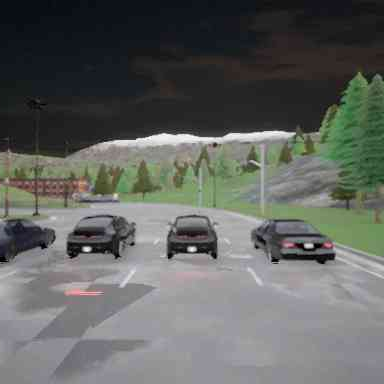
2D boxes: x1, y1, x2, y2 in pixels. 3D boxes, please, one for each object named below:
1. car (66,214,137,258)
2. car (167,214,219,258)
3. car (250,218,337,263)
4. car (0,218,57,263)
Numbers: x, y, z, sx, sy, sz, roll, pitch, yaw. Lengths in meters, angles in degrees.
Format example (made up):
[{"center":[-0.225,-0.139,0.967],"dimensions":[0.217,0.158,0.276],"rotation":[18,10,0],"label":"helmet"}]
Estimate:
[{"center":[-3.480,1.660,13.491],"dimensions":[1.837,1.490,4.892],"rotation":[0,0,0],"label":"car"},{"center":[0.020,1.660,13.489],"dimensions":[1.837,1.490,4.892],"rotation":[0,0,0],"label":"car"},{"center":[3.510,1.689,12.489],"dimensions":[2.033,1.411,5.357],"rotation":[0,-1,0],"label":"car"},{"center":[-6.990,1.689,12.491],"dimensions":[2.033,1.411,5.357],"rotation":[0,-1,0],"label":"car"}]
